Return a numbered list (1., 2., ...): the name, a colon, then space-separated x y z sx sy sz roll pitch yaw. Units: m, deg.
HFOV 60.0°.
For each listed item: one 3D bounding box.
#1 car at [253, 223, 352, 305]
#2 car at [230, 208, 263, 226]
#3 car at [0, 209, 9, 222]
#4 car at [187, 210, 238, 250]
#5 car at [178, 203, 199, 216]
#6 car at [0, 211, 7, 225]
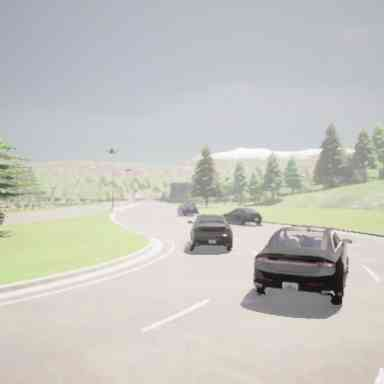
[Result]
1. car: 2.974 1.637 8.618 2.128 1.511 4.902 -1 -1 26
2. car: 4.328 2.059 28.593 1.812 1.442 4.674 0 -1 -20
3. car: -22.069 2.576 36.013 1.994 1.385 4.181 -1 -1 6
4. car: 0.842 1.826 15.968 1.837 1.490 4.892 1 -1 0
5. car: -0.560 2.274 44.798 2.097 1.767 4.553 0 -1 -14
6. car: -19.333 2.209 30.128 2.097 1.767 4.553 -1 -1 10
